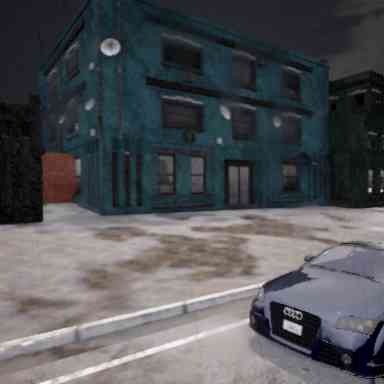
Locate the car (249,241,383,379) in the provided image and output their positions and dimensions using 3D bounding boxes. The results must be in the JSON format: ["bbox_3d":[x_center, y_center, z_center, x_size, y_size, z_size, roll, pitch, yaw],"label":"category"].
[{"bbox_3d":[2.920,1.560,5.457,4.181,1.385,1.994,0,0,-35],"label":"car"}]
